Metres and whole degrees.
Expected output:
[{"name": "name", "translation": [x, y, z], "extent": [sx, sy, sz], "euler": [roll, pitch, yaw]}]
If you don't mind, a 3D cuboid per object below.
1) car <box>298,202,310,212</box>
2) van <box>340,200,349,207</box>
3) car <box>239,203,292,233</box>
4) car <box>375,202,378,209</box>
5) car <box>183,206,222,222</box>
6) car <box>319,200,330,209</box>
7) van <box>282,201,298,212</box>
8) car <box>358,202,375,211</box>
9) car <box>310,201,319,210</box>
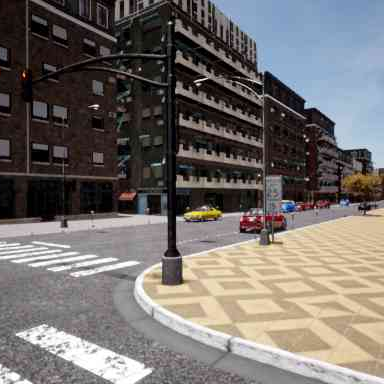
[{"name": "car", "translation": [17.270, 2.361, 54.331], "extent": [1.967, 1.590, 4.097], "euler": [-2, -2, 35]}, {"name": "van", "translation": [39.829, 2.882, 86.812], "extent": [1.690, 1.788, 3.998], "euler": [-2, -2, 35]}, {"name": "car", "translation": [4.727, 1.751, 21.767], "extent": [1.967, 1.590, 4.097], "euler": [-2, -2, 35]}, {"name": "car", "translation": [37.009, 2.745, 68.125], "extent": [2.008, 1.369, 4.403], "euler": [-2, -2, 35]}, {"name": "car", "translation": [1.033, 2.002, 31.007], "extent": [1.752, 1.417, 4.829], "euler": [-2, -2, 35]}, {"name": "car", "translation": [26.953, 2.501, 68.243], "extent": [2.192, 1.841, 5.009], "euler": [-2, -2, 35]}, {"name": "van", "translation": [14.041, 2.174, 49.697], "extent": [1.690, 1.788, 3.998], "euler": [-2, -2, 35]}, {"name": "car", "translation": [30.553, 2.583, 58.853], "extent": [1.947, 1.339, 4.313], "euler": [-2, -2, 35]}, {"name": "car", "translation": [20.499, 2.554, 58.964], "extent": [1.887, 1.381, 4.507], "euler": [-2, -2, 35]}]
